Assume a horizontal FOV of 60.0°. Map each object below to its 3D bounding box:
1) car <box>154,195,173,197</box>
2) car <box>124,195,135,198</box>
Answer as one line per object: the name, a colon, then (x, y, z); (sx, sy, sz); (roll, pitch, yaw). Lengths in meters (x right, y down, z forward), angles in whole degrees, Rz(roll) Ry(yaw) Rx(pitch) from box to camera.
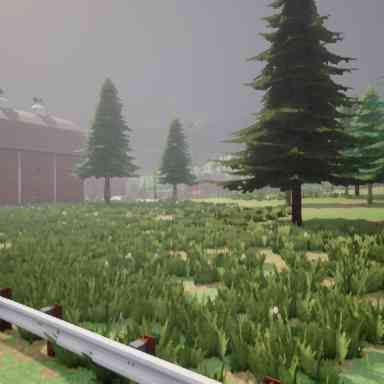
car: (-4.751, 1.587, 64.806); (1.837, 1.490, 4.892); (0, 0, 35)
car: (-18.021, 1.532, 93.586); (1.816, 1.474, 4.193); (0, 0, 35)
